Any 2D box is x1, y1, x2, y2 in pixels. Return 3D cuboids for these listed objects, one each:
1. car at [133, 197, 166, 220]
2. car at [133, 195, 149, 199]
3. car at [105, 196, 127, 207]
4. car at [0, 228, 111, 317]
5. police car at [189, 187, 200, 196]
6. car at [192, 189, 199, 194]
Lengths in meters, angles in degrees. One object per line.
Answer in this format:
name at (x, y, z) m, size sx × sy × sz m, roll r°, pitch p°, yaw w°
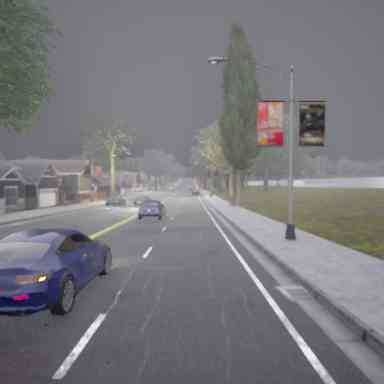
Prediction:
car at (-3.156, 1.397, 26.815) m, size 2.033 × 1.411 × 5.357 m, roll 0°, pitch 1°, yaw 0°
car at (-6.593, 1.154, 44.010) m, size 2.128 × 1.511 × 4.902 m, roll 0°, pitch 1°, yaw 0°
car at (-9.846, 1.218, 43.387) m, size 2.033 × 1.411 × 5.357 m, roll 0°, pitch 1°, yaw 0°
car at (-3.150, 1.518, 7.363) m, size 1.812 × 1.442 × 4.674 m, roll 0°, pitch 0°, yaw 0°
police car at (0.958, 0.072, 84.972) m, size 1.930 × 1.638 × 5.238 m, roll 0°, pitch 2°, yaw 0°
car at (0.956, -0.183, 94.860) m, size 1.837 × 1.490 × 4.892 m, roll 0°, pitch 2°, yaw 0°
